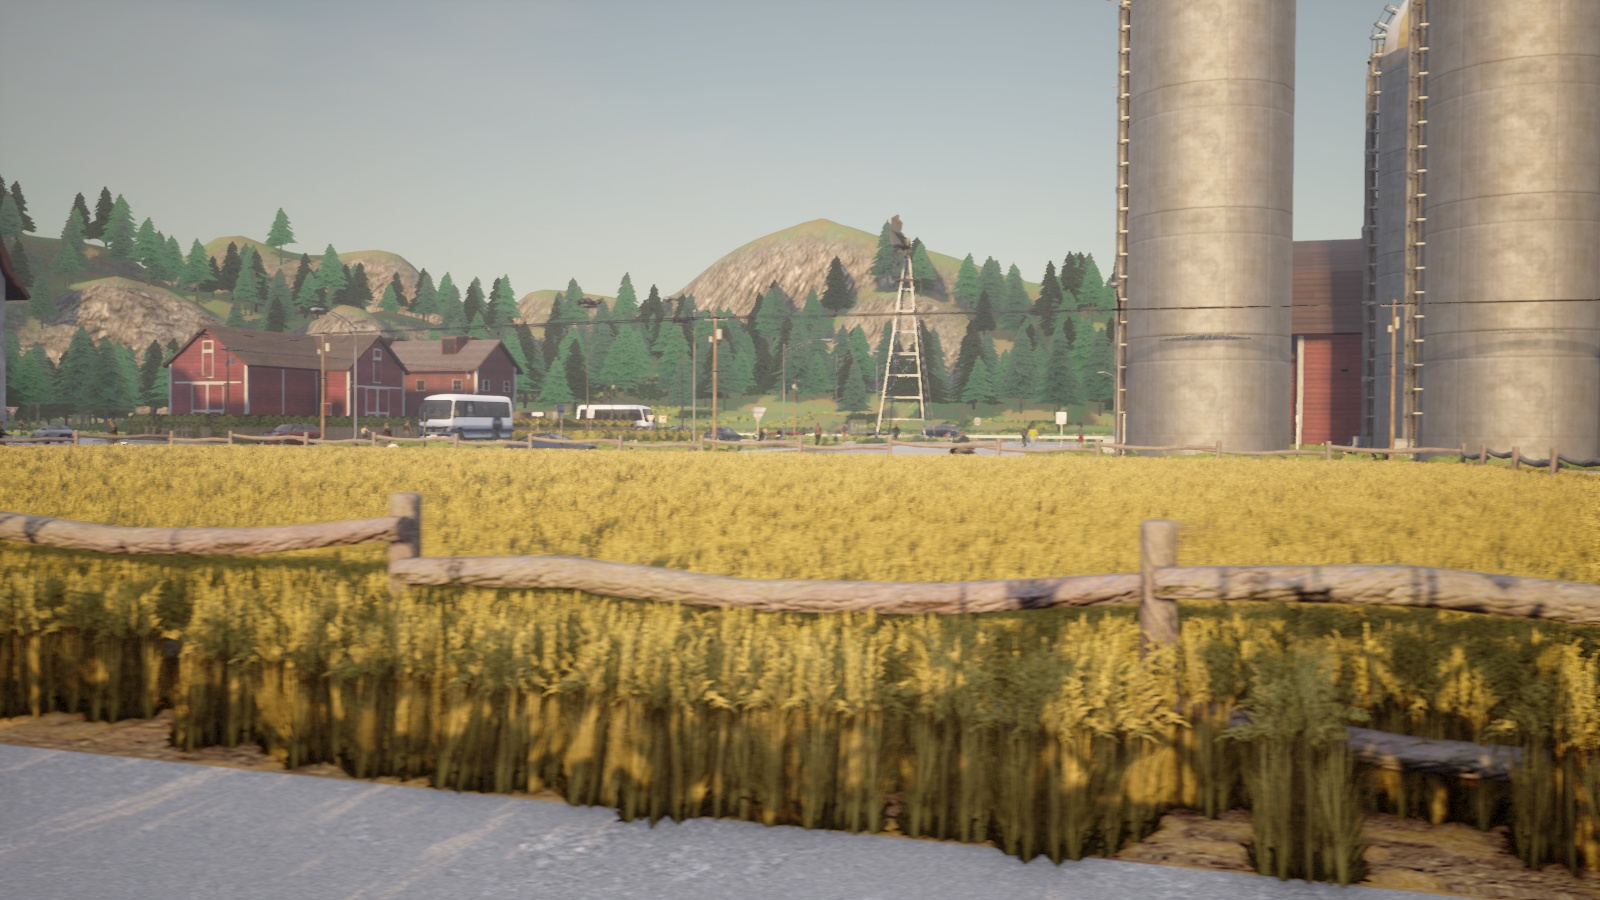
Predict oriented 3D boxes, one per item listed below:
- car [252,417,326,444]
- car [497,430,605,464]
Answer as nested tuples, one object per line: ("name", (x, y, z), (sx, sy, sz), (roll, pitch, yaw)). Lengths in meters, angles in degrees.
("car", (-36.125, -1.372, 88.842), (2.097, 1.767, 4.553), (2, 1, 29))
("car", (-10.879, -0.146, 54.854), (4.181, 1.385, 1.994), (1, 1, 18))
